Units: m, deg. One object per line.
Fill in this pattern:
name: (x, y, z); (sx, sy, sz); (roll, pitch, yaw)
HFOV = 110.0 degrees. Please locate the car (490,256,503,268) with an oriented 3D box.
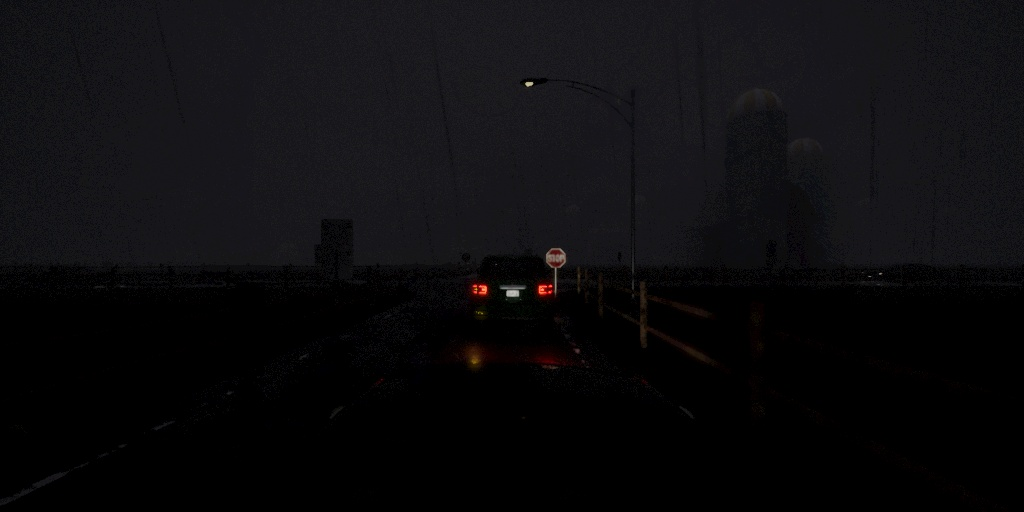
car: (-2.748, 1.107, 65.236); (2.150, 2.045, 5.566); (0, -1, 1)

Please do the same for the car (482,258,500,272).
car: (-2.802, 1.176, 48.602); (2.097, 1.767, 4.553); (0, 0, 0)

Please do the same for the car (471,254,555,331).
car: (0.042, 0.973, 11.083); (2.150, 2.045, 5.566); (0, 0, 1)

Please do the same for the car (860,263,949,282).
car: (30.785, 1.253, 28.162); (5.357, 1.411, 2.033); (0, 0, 0)

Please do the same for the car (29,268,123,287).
car: (-30.672, 1.466, 25.381); (4.718, 1.301, 1.895); (0, 0, 0)
